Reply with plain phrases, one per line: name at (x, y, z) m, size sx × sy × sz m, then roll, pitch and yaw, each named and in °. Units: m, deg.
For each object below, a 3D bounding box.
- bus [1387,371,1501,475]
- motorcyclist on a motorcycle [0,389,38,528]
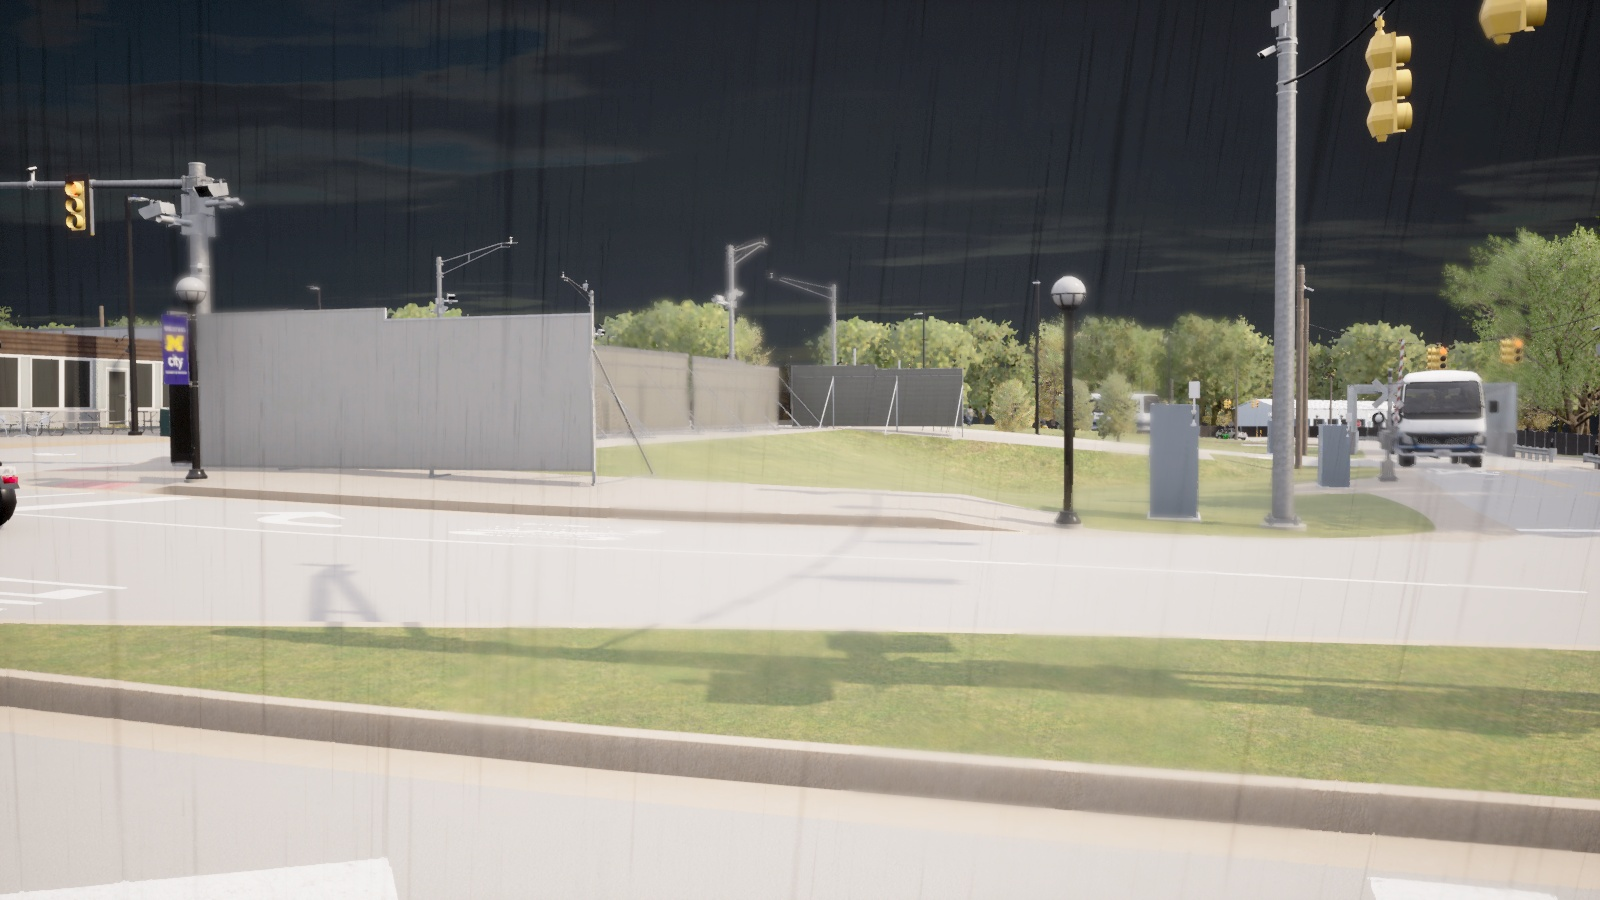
bus at (28.751, -1.159, 56.540) m, size 3.944 × 4.253 × 10.273 m, roll 0°, pitch 1°, yaw 24°
motorcyclist on a motorcycle at (-10.608, 0.053, 15.369) m, size 2.350 × 1.649 × 0.766 m, roll 2°, pitch 2°, yaw 15°
